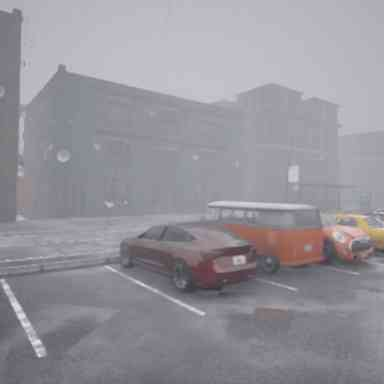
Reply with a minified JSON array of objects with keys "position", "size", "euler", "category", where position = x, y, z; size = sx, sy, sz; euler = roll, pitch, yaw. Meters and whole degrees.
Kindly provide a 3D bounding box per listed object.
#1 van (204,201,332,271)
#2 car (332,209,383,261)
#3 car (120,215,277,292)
[{"position":[1.962,1.323,10.988],"size":[1.878,1.987,4.442],"euler":[1,0,-36],"category":"van"},{"position":[4.226,1.445,12.497],"size":[2.185,1.767,4.553],"euler":[1,0,-35],"category":"car"},{"position":[-0.306,1.554,9.262],"size":[2.163,1.488,4.792],"euler":[1,0,-35],"category":"car"}]
